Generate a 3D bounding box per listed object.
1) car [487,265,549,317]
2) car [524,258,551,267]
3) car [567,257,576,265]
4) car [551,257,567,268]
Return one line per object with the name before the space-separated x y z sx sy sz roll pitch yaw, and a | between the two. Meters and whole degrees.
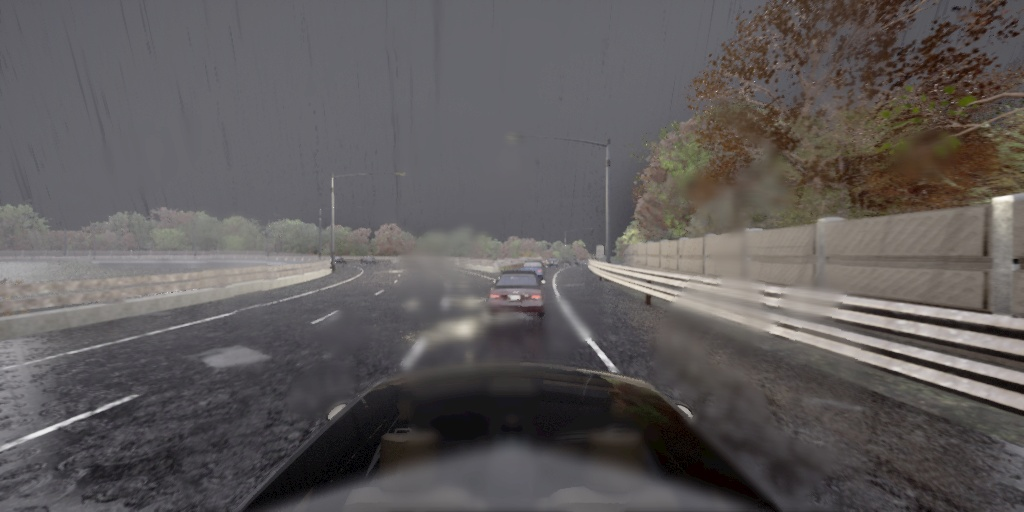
car | 0.249 1.208 12.689 2.033 1.411 5.357 0 0 3
car | 1.698 1.085 27.503 2.033 1.411 5.357 0 1 8
car | 9.831 0.896 63.688 1.837 1.490 4.892 0 -1 15
car | 5.885 0.900 49.150 2.033 1.411 5.357 0 0 15
